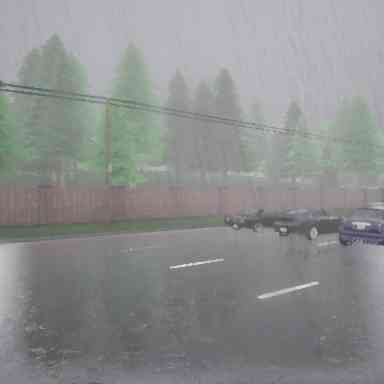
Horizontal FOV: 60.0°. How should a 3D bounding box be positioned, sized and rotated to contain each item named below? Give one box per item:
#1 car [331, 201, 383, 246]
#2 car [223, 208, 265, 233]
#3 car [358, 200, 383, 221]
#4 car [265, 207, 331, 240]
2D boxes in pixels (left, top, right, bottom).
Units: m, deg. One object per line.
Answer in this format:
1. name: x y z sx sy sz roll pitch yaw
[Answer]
1. car: 8.244 1.366 14.049 4.553 1.767 2.097 0 0 -35
2. car: 4.228 1.616 19.782 4.718 1.301 1.895 0 0 -35
3. car: 16.416 1.485 28.476 5.008 1.535 1.882 0 0 -35
4. car: 6.236 1.516 16.916 4.892 1.490 1.837 0 0 -35
